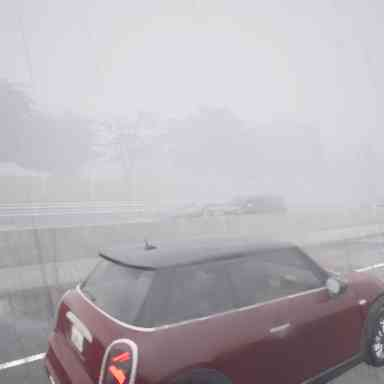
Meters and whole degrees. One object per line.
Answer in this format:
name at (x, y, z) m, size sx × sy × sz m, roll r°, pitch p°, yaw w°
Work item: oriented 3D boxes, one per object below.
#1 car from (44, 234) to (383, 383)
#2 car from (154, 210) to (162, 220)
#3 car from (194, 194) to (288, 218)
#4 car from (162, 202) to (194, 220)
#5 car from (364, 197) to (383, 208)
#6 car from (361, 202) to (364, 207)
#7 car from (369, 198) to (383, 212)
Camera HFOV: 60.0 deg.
car at (0.692, 1.340, 4.242) m, size 4.553 × 1.767 × 2.097 m, roll 0°, pitch 0°, yaw -35°
car at (-0.209, 1.491, 25.306) m, size 5.357 × 1.411 × 2.033 m, roll 0°, pitch 0°, yaw -35°
car at (3.125, 1.170, 19.089) m, size 5.566 × 2.045 × 2.150 m, roll 0°, pitch 0°, yaw -35°
car at (0.873, 1.426, 21.781) m, size 5.008 × 1.535 × 1.882 m, roll 0°, pitch 0°, yaw -35°
car at (17.633, 1.236, 29.320) m, size 4.553 × 1.767 × 2.097 m, roll 0°, pitch 0°, yaw -35°
car at (23.599, 1.387, 41.994) m, size 5.357 × 1.411 × 2.033 m, roll 0°, pitch 0°, yaw -34°
car at (21.473, 1.383, 36.276) m, size 4.674 × 1.442 × 1.812 m, roll 0°, pitch 0°, yaw -35°
